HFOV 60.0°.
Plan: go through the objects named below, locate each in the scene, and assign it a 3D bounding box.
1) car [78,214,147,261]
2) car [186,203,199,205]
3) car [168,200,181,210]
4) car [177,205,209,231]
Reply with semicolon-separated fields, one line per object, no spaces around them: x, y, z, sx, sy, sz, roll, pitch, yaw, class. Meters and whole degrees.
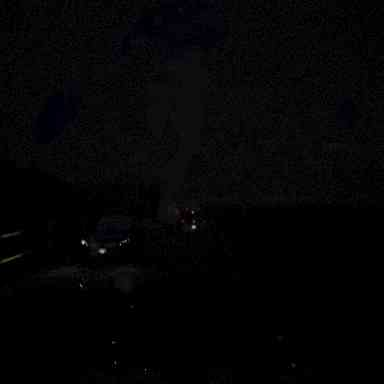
-2.848;1.625;12.860;1.812;1.442;4.674;0;-1;0;car
0.100;1.940;38.228;1.895;1.301;4.718;0;-1;0;car
-2.822;2.002;53.448;2.128;1.511;4.902;0;-1;0;car
0.100;1.781;21.739;1.895;1.301;4.718;0;-1;0;car
